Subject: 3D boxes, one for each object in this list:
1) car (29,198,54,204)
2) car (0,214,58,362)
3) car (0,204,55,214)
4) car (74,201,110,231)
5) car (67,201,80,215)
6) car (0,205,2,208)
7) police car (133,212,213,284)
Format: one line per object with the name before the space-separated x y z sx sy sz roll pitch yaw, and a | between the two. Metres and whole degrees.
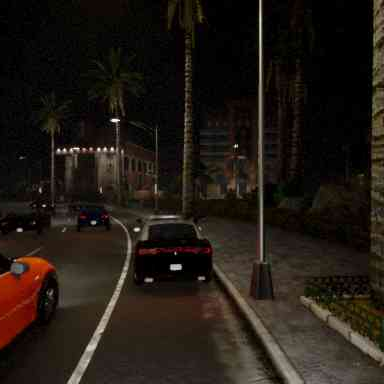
car | -15.070 1.339 33.347 2.097 1.767 4.553 0 0 -29
car | -3.313 1.349 4.103 2.097 1.767 4.553 0 0 -4
car | -9.153 1.594 18.665 1.895 1.301 4.718 0 0 -16
car | -6.124 1.521 20.695 1.812 1.442 4.674 0 0 -17
car | -11.586 1.592 34.324 1.895 1.301 4.718 0 0 -29
car | -13.304 1.212 20.243 2.150 2.045 5.566 0 0 -17
police car | -0.678 1.424 9.770 1.930 1.638 5.238 0 0 -7
